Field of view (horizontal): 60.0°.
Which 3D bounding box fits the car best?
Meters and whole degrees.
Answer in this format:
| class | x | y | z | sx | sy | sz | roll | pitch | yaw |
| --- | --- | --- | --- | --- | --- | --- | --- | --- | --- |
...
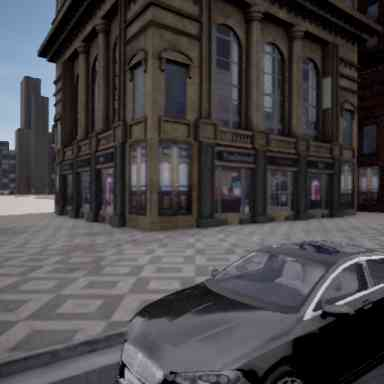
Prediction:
| class | x | y | z | sx | sy | sz | roll | pitch | yaw |
| --- | --- | --- | --- | --- | --- | --- | --- | --- | --- |
| car | 1.470 | 1.488 | 4.428 | 4.902 | 1.511 | 2.128 | 0 | 0 | -35 |
